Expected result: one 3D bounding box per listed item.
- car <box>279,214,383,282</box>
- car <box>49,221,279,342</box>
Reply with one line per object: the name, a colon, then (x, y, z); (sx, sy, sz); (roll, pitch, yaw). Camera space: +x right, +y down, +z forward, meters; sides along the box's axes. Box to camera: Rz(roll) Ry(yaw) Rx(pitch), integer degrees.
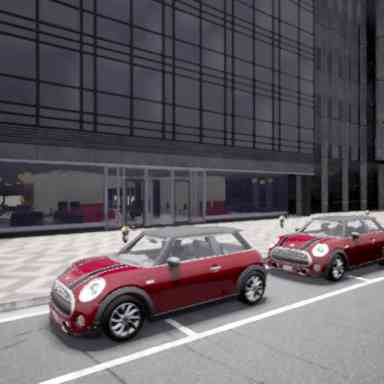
car: (4.077, 1.425, 9.675); (4.097, 1.590, 1.967); (0, 0, -36)
car: (-0.513, 1.434, 6.401); (4.097, 1.590, 1.967); (0, 0, -36)
